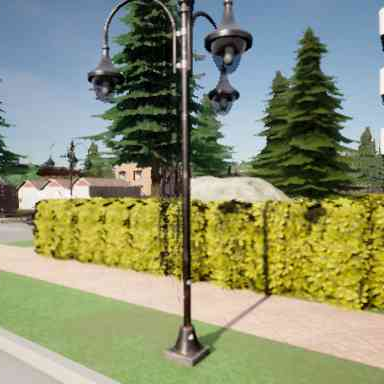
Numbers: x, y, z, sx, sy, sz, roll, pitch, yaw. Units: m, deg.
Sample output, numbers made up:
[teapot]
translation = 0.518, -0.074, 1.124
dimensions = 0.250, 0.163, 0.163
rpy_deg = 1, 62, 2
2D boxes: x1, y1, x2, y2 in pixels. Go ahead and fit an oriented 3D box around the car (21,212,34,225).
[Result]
[car]
translation = -10.350, 1.693, 25.208
dimensions = 1.837, 1.490, 4.892
rpy_deg = -1, 0, 35
